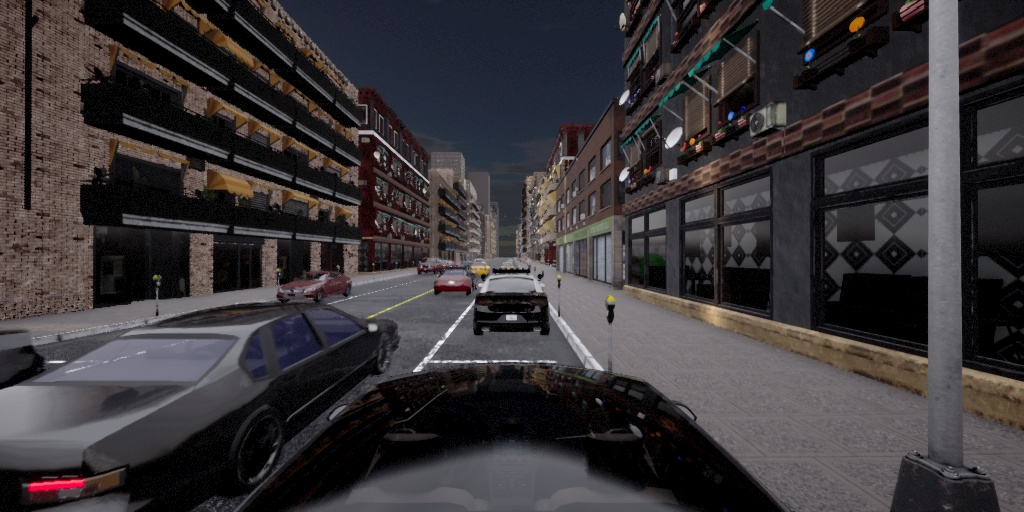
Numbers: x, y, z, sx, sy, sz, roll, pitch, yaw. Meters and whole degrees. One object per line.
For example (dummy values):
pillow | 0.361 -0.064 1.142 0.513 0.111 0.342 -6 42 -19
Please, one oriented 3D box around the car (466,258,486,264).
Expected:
car | -3.146 1.206 35.990 1.801 1.575 5.366 0 0 0

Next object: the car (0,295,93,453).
car | -6.246 1.241 1.979 2.128 1.511 4.902 0 0 0

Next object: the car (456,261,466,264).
car | -6.150 1.313 49.936 1.994 1.385 4.181 0 0 0

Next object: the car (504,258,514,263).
car | -0.456 1.275 39.173 1.751 1.417 4.829 0 0 0

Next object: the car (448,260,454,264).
car | -8.837 1.188 44.643 1.967 1.591 4.097 0 0 0

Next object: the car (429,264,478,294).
car | -3.044 1.315 20.060 1.994 1.385 4.181 0 0 0

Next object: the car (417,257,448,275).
car | -8.837 1.064 39.007 2.192 1.841 5.009 0 0 0

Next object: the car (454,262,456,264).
car | -8.837 1.293 50.280 1.888 1.381 4.507 0 0 0

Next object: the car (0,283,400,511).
car | -3.046 1.298 4.408 2.033 1.411 5.357 0 0 0

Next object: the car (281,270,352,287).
car | -8.837 1.333 16.462 1.802 1.307 4.207 0 0 0

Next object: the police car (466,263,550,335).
police car | -0.011 1.175 10.609 1.930 1.638 5.238 0 0 0
